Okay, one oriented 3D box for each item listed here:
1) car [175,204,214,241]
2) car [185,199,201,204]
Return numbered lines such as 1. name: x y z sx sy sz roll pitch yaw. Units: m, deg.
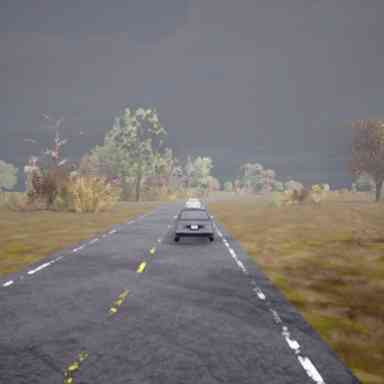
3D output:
1. car: 0.097 1.547 16.735 2.033 1.411 5.357 0 0 0
2. car: 0.124 1.522 39.567 1.812 1.442 4.674 0 0 0
